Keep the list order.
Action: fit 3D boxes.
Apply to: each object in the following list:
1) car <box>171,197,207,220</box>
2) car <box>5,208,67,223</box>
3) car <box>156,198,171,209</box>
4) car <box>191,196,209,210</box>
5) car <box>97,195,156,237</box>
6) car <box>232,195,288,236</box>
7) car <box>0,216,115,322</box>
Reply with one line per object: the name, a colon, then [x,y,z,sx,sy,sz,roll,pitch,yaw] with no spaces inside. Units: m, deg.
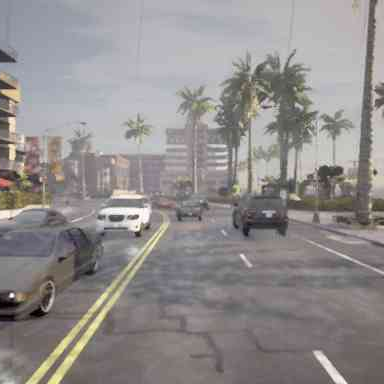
car: [-0.348,1.427,26.928,2.128,1.511,4.902,0,0,-6]
car: [-7.024,1.489,15.076,1.812,1.442,4.674,0,0,0]
car: [-4.120,1.455,44.419,1.994,1.385,4.181,0,0,-19]
car: [0.529,1.251,41.109,2.097,1.767,4.553,0,0,-15]
car: [-3.508,1.178,18.069,2.150,2.045,5.566,0,0,0]
car: [3.573,1.176,18.245,2.150,2.045,5.566,0,0,-1]
car: [-3.503,1.529,7.700,2.033,1.411,5.357,0,0,0]
